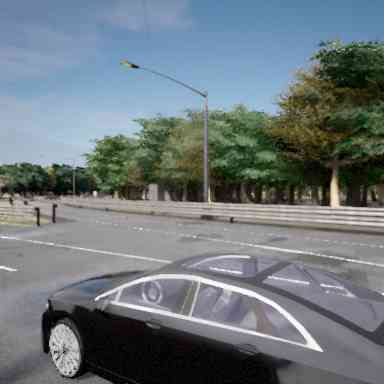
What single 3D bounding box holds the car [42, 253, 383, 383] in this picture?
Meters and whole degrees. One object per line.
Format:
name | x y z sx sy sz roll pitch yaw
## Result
car | 0.181 1.507 3.886 4.902 1.511 2.128 -1 0 36
